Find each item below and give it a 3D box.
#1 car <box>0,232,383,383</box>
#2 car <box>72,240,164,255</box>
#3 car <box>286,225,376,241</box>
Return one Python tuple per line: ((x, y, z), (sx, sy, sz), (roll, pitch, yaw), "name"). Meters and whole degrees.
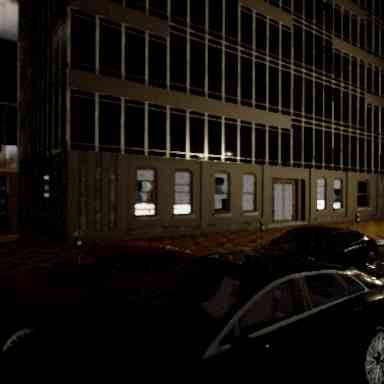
((0.483, 1.504, 3.722), (4.902, 1.511, 2.128), (0, 0, -35), "car")
((-1.337, 1.555, 5.603), (4.507, 1.381, 1.887), (0, 0, -35), "car")
((3.298, 1.604, 8.908), (4.313, 1.339, 1.947), (0, 0, -35), "car")
